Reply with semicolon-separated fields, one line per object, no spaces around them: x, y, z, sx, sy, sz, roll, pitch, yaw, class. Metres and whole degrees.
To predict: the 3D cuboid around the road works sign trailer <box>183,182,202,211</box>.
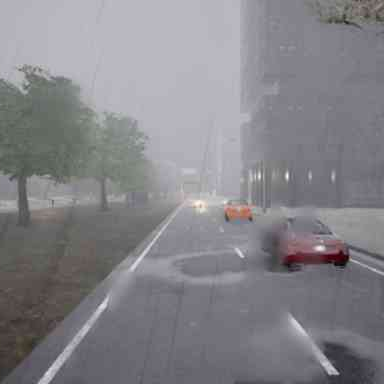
0.030;0.547;42.796;2.380;3.560;2.880;0;0;0;road works sign trailer

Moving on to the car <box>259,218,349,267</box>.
3.605;1.562;11.397;1.994;1.385;4.181;0;0;0;car

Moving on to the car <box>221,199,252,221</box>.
3.607;1.375;27.525;2.097;1.767;4.553;0;0;0;car
